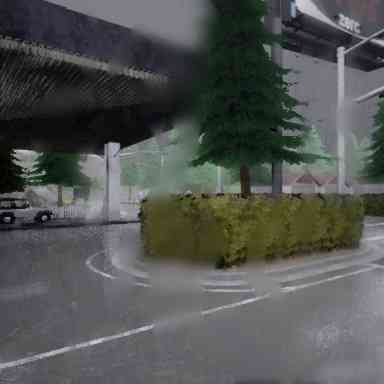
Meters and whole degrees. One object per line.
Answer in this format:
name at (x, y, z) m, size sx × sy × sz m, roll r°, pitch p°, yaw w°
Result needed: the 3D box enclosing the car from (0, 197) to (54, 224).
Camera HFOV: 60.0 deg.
car at (-11.982, 1.312, 23.468) m, size 3.866 × 1.878 × 1.905 m, roll 0°, pitch 0°, yaw -36°
